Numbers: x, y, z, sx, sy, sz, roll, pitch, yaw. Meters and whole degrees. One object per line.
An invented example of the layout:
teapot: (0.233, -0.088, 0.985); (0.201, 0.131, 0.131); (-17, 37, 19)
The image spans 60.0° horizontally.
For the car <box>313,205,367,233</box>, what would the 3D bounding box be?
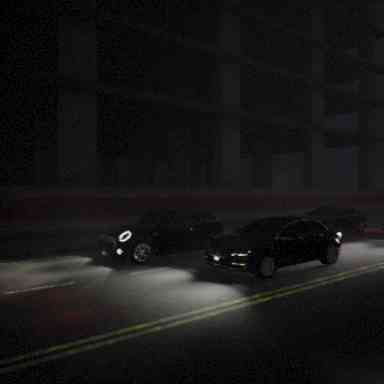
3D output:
car: (7.499, 1.500, 17.907); (4.892, 1.490, 1.837); (0, 0, -35)

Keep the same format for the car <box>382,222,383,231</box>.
car: (11.341, 1.595, 16.327); (4.718, 1.301, 1.895); (0, 0, -35)

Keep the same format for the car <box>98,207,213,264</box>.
car: (-0.968, 1.351, 11.878); (4.553, 1.767, 2.097); (0, 0, -35)

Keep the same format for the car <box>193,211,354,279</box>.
car: (2.629, 1.504, 10.133); (4.892, 1.490, 1.837); (0, 0, -35)
